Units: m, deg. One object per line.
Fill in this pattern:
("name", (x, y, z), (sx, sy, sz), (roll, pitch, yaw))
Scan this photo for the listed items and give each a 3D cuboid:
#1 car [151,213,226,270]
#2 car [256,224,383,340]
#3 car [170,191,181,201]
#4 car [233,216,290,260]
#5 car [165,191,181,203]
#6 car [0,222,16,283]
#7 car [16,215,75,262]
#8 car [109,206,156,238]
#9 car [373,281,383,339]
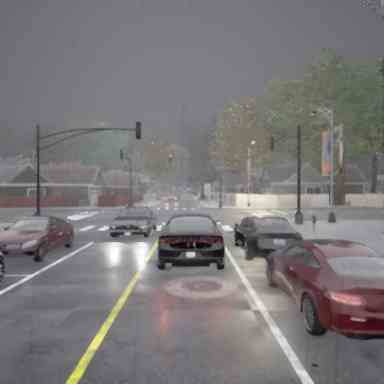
("car", (-0.022, 1.409, 10.864), (1.882, 1.535, 5.008), (0, 0, 0))
("car", (2.593, 1.540, 6.316), (1.802, 1.307, 4.206), (0, 0, 0))
("car", (-3.663, 0.823, 73.518), (2.150, 2.045, 5.566), (0, 0, -1))
("car", (2.549, 1.490, 11.834), (1.947, 1.339, 4.313), (0, 0, 0))
("car", (-3.551, 1.025, 58.220), (2.097, 1.767, 4.553), (0, 0, 0))
("car", (-5.432, 1.404, 6.249), (1.967, 1.590, 4.097), (0, 0, 0))
("car", (-5.475, 1.512, 11.769), (1.802, 1.307, 4.206), (0, 0, 0))
("car", (-2.883, 1.464, 17.495), (2.033, 1.411, 5.357), (0, 0, 0))
("car", (2.637, 1.537, 0.798), (1.887, 1.381, 4.507), (0, 0, 0))
